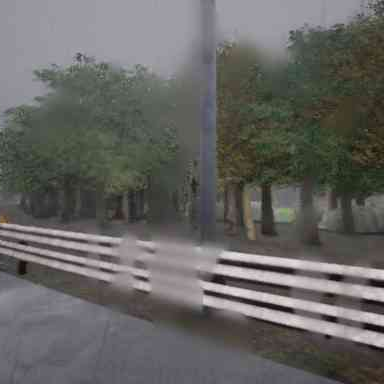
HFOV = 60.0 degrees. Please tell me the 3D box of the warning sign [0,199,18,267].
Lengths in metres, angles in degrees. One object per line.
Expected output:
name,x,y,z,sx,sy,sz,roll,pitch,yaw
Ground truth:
warning sign,-5.795,1.134,9.334,1.060,1.860,1.300,-1,0,40
